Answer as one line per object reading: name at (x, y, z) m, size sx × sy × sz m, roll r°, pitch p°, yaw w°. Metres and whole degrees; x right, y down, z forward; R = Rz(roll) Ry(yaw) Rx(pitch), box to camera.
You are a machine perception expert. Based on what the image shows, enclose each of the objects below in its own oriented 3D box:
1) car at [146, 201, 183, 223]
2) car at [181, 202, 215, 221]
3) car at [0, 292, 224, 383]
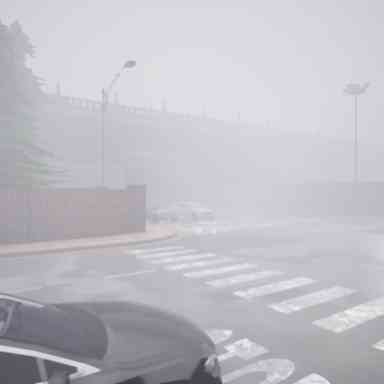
car at (-2.995, 1.660, 26.227) m, size 1.895 × 1.301 × 4.718 m, roll 0°, pitch 0°, yaw -35°
car at (-0.027, 1.586, 28.126) m, size 1.812 × 1.442 × 4.674 m, roll 0°, pitch 0°, yaw -36°
car at (-1.934, 1.491, 2.313) m, size 4.902 × 1.511 × 2.128 m, roll 0°, pitch 0°, yaw -36°
